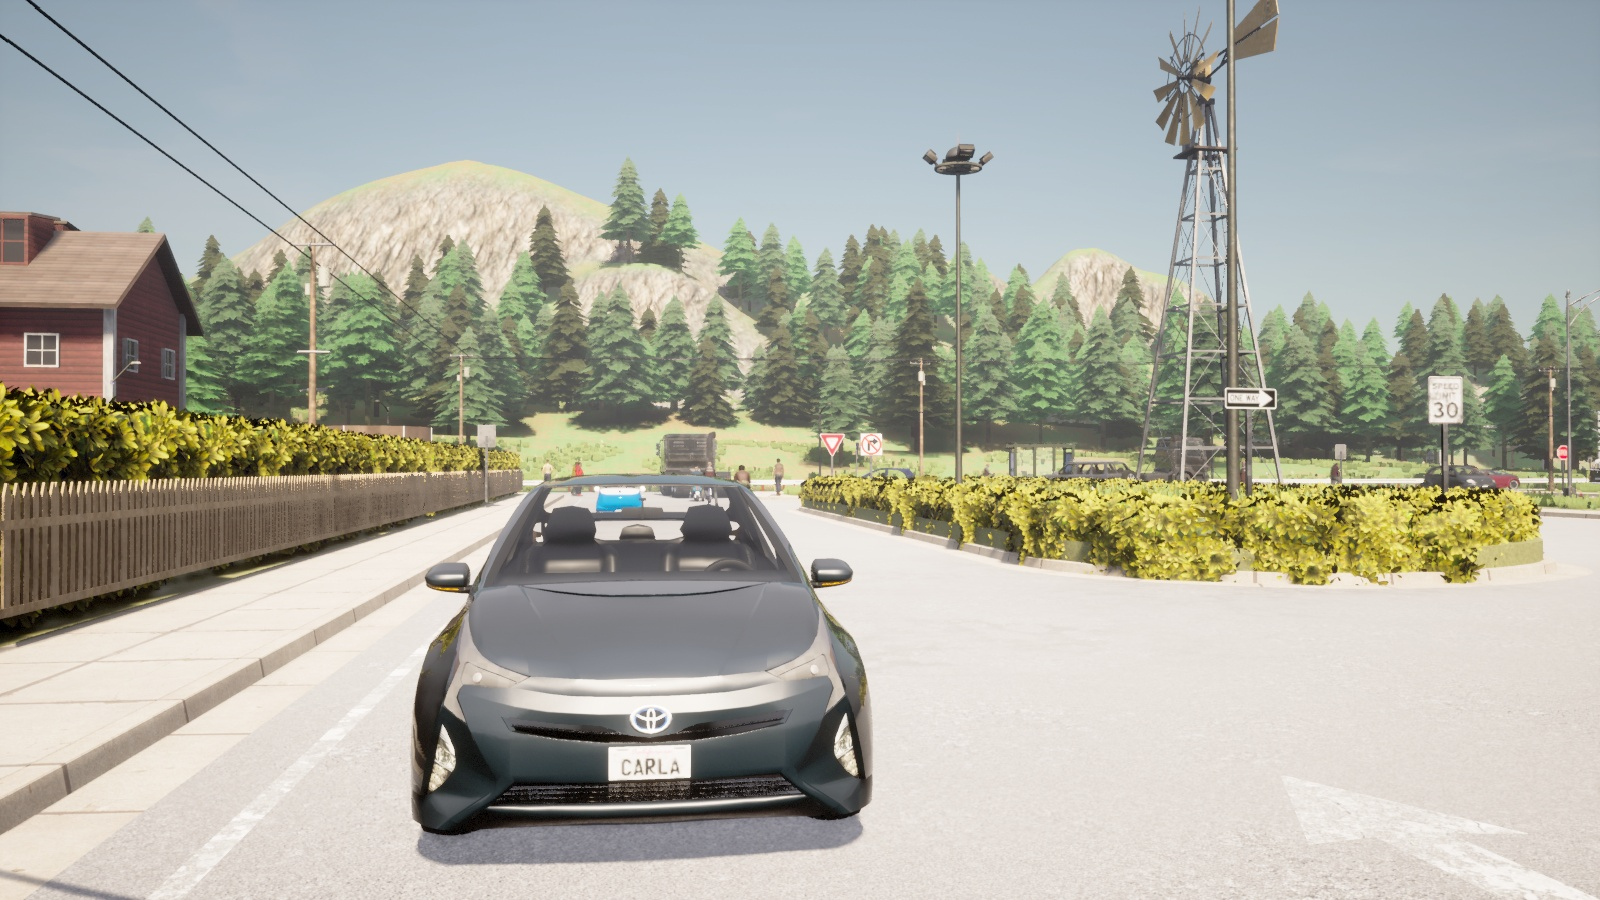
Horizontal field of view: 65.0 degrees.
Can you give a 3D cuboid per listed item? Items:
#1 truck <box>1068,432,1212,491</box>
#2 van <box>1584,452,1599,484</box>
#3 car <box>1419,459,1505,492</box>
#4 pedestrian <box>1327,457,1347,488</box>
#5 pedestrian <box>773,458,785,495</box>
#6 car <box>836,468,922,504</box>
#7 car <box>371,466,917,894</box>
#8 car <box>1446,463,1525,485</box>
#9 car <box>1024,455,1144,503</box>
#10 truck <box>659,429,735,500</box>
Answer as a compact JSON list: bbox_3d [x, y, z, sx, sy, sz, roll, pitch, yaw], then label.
[{"bbox_3d":[20.610,0.676,76.377,7.936,3.462,2.891,0,-1,-10],"label":"truck"},{"bbox_3d":[53.348,1.155,80.930,4.480,2.038,2.069,0,-1,-8],"label":"van"},{"bbox_3d":[33.981,1.281,64.602,1.851,1.617,3.988,0,-1,-9],"label":"car"},{"bbox_3d":[31.736,1.326,74.232,0.899,1.844,0.634,0,-1,-21],"label":"pedestrian"},{"bbox_3d":[-1.024,1.295,60.982,0.328,1.805,0.869,0,-1,-16],"label":"pedestrian"},{"bbox_3d":[3.414,1.526,54.312,3.633,1.501,1.845,-1,-1,3],"label":"car"},{"bbox_3d":[-0.869,0.862,6.907,2.007,1.525,4.514,0,-1,-8],"label":"car"},{"bbox_3d":[45.463,1.597,83.339,4.181,1.385,1.994,0,-1,-8],"label":"car"},{"bbox_3d":[11.530,1.213,51.283,1.932,1.855,4.605,0,-2,-35],"label":"car"},{"bbox_3d":[-5.482,0.757,65.464,2.891,3.462,7.936,0,-1,-13],"label":"truck"}]
